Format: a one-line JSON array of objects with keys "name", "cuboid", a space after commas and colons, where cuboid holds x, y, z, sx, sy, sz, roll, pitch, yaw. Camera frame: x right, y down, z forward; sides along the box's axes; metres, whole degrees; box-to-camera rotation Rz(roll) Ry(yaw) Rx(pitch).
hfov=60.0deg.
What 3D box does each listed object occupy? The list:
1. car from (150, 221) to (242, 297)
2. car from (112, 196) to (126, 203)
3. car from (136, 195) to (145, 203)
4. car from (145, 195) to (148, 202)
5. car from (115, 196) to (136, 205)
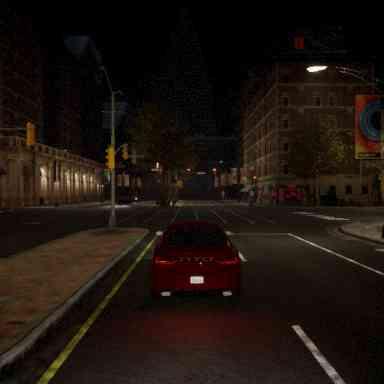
[{"name": "car", "cuboid": [0.054, 1.478, 8.634, 1.882, 1.535, 5.008, 0, 0, -1]}, {"name": "car", "cuboid": [-14.979, 1.595, 68.835, 1.895, 1.301, 4.718, 0, 0, 0]}, {"name": "car", "cuboid": [-11.730, 1.540, 68.781, 2.033, 1.411, 5.357, 0, 0, 0]}, {"name": "car", "cuboid": [-11.765, 1.478, 79.260, 1.882, 1.535, 5.008, 0, 0, 0]}, {"name": "car", "cuboid": [-11.753, 1.601, 58.707, 1.895, 1.301, 4.718, 0, 0, 0]}]
